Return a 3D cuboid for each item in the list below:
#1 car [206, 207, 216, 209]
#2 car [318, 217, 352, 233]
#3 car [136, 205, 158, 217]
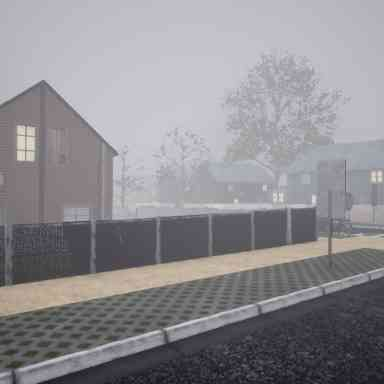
[{"bbox_3d":[1.566,2.101,30.392,1.994,1.385,4.181,1,-2,-35],"label":"car"},{"bbox_3d":[7.868,1.798,21.482,1.812,1.442,4.674,1,-2,-35],"label":"car"},{"bbox_3d":[-4.997,2.318,39.638,1.837,1.490,4.892,1,-1,-37],"label":"car"}]
